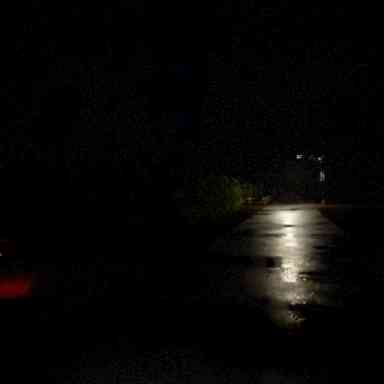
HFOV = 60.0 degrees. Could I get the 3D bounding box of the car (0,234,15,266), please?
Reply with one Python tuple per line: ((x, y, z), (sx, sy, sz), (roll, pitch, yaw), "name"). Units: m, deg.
((-7.977, 1.696, 10.208), (5.008, 1.535, 1.882), (-1, 1, 14), "car")
